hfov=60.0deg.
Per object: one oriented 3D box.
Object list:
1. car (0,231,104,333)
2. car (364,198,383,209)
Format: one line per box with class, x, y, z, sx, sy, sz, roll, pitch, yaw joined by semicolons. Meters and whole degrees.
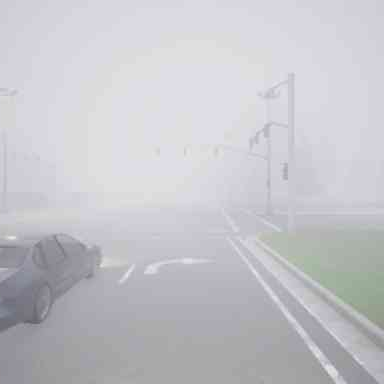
car;-3.412;1.536;7.003;2.033;1.411;5.357;0;0;0
car;25.708;1.479;43.731;5.357;1.411;2.033;0;0;-1
